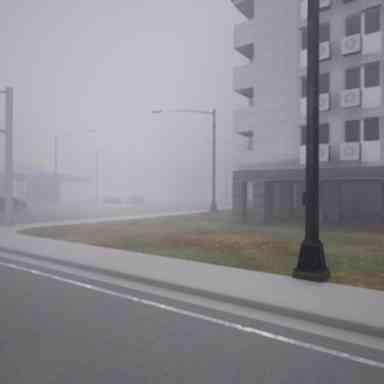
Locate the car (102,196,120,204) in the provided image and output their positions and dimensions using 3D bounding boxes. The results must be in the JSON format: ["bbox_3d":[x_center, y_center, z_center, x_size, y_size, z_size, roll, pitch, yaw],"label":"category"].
[{"bbox_3d":[-12.800,1.260,53.545,1.994,1.385,4.181,0,0,13],"label":"car"}]

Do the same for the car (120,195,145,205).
[{"bbox_3d":[-9.178,1.209,53.699,2.128,1.511,4.902,0,0,12],"label":"car"}]

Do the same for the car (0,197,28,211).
[{"bbox_3d":[-19.367,1.219,33.720,1.882,1.535,5.008,1,1,36],"label":"car"}]
